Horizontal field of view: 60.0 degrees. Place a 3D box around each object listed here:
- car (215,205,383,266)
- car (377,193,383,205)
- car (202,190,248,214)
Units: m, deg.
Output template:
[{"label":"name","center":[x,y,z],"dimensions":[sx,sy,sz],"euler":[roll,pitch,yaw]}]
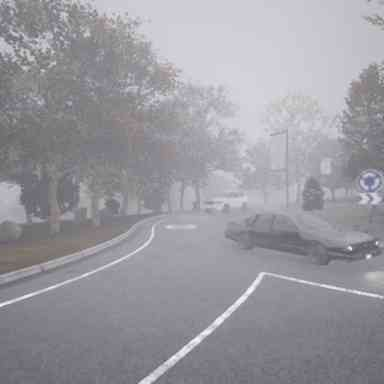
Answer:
[{"label":"car","center":[3.338,1.385,11.320],"dimensions":[2.033,1.411,5.357],"euler":[-1,1,-35]},{"label":"car","center":[22.032,0.522,36.539],"dimensions":[4.553,1.767,2.097],"euler":[0,1,22]},{"label":"car","center":[3.147,0.878,30.616],"dimensions":[2.150,2.045,5.566],"euler":[-1,0,37]}]
